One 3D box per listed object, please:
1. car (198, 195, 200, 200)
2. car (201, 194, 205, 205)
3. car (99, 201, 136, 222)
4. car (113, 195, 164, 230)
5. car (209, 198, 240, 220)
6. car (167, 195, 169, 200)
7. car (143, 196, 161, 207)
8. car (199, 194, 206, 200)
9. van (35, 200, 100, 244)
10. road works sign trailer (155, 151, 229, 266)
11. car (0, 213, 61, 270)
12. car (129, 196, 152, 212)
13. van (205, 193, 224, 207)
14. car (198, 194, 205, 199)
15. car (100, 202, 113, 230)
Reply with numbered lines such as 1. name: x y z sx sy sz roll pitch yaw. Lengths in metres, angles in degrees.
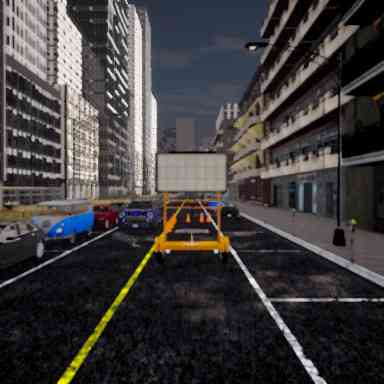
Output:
1. car: 2.685 1.248 81.259 1.947 1.339 4.313 0 0 0
2. car: 2.686 1.340 48.121 1.887 1.381 4.507 0 0 0
3. car: -5.694 1.447 26.031 1.947 1.339 4.313 0 0 0
4. car: -3.100 1.257 20.426 2.097 1.767 4.553 0 0 0
5. car: 2.687 1.432 26.031 2.008 1.369 4.403 0 0 0
6. car: -5.695 1.196 59.168 1.967 1.590 4.097 0 0 0
7. car: -5.695 1.346 48.121 2.008 1.369 4.403 0 0 0
8. car: 2.685 1.191 86.951 1.752 1.417 4.829 0 0 0
9. van: -5.694 1.271 14.984 1.690 1.788 3.998 0 0 0
10. road works sign trailer: -0.001 0.411 11.356 2.380 3.560 2.880 0 0 0
11. car: -5.693 1.506 9.463 2.008 1.369 4.403 0 0 0
12. car: -5.695 1.277 37.077 1.967 1.590 4.097 0 0 0
13. van: 2.686 1.177 37.076 1.690 1.788 3.998 0 0 0
14. car: 2.684 1.176 92.475 1.752 1.417 4.829 0 0 0
15. car: -5.694 1.450 20.508 1.887 1.381 4.507 0 0 0
